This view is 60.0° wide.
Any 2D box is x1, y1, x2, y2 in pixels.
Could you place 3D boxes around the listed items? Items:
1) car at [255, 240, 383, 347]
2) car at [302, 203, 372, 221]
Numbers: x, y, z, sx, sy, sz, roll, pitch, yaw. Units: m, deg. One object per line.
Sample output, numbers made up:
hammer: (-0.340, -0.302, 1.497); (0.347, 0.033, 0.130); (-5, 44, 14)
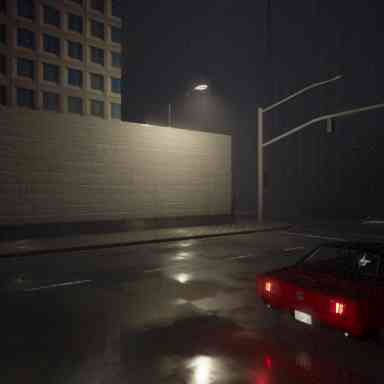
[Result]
car: (3.499, 1.601, 6.286); (4.718, 1.301, 1.895); (0, 0, -35)
car: (12.047, 1.597, 27.975); (2.033, 1.411, 5.357); (0, 0, -40)
